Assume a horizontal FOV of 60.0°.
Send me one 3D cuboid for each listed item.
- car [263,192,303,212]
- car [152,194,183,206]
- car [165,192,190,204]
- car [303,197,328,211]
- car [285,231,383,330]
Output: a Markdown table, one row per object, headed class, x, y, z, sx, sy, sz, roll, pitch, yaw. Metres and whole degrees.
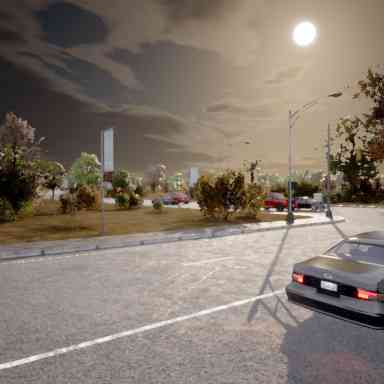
| class | x | y | z | sx | sy | sz | roll | pitch | yaw |
| --- | --- | --- | --- | --- | --- | --- | --- | --- | --- |
| car | 8.752 | 1.058 | 36.284 | 2.150 | 2.045 | 5.566 | -1 | 0 | -37 |
| car | -4.269 | 1.392 | 52.349 | 2.033 | 1.411 | 5.357 | -1 | 0 | -39 |
| car | -2.633 | 1.043 | 55.896 | 2.150 | 2.045 | 5.566 | -1 | 0 | -39 |
| car | 12.631 | 1.302 | 37.022 | 2.128 | 1.511 | 4.902 | -1 | 0 | -39 |
| car | 4.204 | 1.527 | 6.774 | 5.357 | 1.411 | 2.033 | 0 | 0 | -36 |
